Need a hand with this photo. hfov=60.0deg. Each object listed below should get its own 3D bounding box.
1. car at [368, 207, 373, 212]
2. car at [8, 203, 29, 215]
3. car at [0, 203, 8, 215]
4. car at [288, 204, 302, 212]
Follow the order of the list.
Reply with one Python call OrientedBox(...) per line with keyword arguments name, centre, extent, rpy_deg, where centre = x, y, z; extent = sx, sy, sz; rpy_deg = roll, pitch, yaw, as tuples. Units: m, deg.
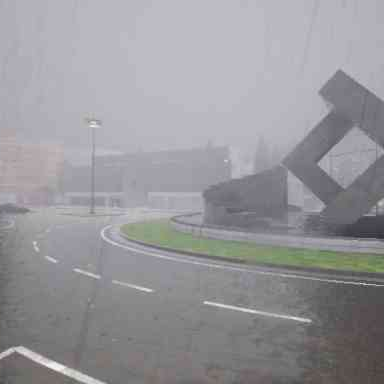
OrientedBox(name="car", centre=(29.913, 2.952, 58.547), extent=(1.895, 1.301, 4.718), rpy_deg=(0, -1, 36))
OrientedBox(name="car", centre=(-23.382, 2.142, 43.278), extent=(5.357, 1.411, 2.033), rpy_deg=(0, -1, 34))
OrientedBox(name="car", centre=(-24.479, 2.029, 39.735), extent=(4.892, 1.490, 1.837), rpy_deg=(-1, -2, 35))
OrientedBox(name="car", centre=(13.618, 2.512, 49.058), extent=(5.008, 1.535, 1.882), rpy_deg=(1, -1, -5))
